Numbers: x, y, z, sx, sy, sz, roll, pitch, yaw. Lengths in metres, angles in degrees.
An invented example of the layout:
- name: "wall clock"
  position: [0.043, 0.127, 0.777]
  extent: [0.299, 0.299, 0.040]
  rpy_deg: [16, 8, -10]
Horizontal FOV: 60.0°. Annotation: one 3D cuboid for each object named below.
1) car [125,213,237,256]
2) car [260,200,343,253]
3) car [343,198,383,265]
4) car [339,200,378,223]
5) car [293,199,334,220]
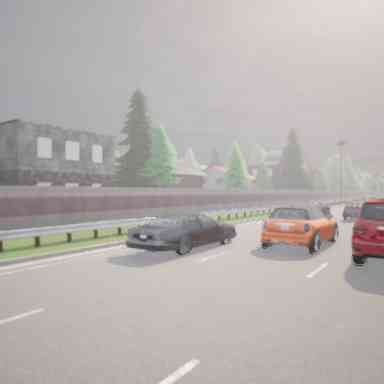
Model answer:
- name: "car"
  position: [-0.199, 1.535, 13.195]
  extent: [2.033, 1.411, 5.357]
  rpy_deg: [0, 0, 35]
- name: "car"
  position: [4.635, 1.333, 13.978]
  extent: [2.097, 1.767, 4.553]
  rpy_deg: [0, 0, 35]
- name: "car"
  position: [6.764, 1.204, 10.920]
  extent: [2.150, 2.045, 5.566]
  rpy_deg: [0, 0, 35]
- name: "car"
  position: [13.388, 1.453, 26.585]
  extent: [2.128, 1.511, 4.902]
  rpy_deg: [0, 0, 35]
- name: "car"
  position: [10.507, 1.454, 28.573]
  extent: [2.128, 1.511, 4.902]
  rpy_deg: [0, 0, 35]
